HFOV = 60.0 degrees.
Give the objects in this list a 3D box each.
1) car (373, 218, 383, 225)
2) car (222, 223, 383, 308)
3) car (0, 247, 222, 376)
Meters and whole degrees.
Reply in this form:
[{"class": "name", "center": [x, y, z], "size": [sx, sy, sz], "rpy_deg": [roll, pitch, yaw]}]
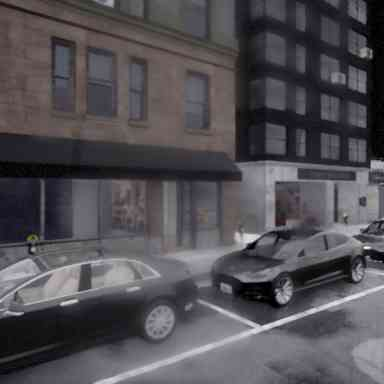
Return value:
[{"class": "car", "center": [6.867, 1.553, 11.090], "size": [4.313, 1.339, 1.947], "rpy_deg": [0, 0, -36]}, {"class": "car", "center": [2.462, 1.559, 7.946], "size": [4.313, 1.339, 1.947], "rpy_deg": [0, 0, -36]}, {"class": "car", "center": [-1.944, 1.550, 4.801], "size": [4.403, 1.369, 2.008], "rpy_deg": [0, 0, -36]}]
